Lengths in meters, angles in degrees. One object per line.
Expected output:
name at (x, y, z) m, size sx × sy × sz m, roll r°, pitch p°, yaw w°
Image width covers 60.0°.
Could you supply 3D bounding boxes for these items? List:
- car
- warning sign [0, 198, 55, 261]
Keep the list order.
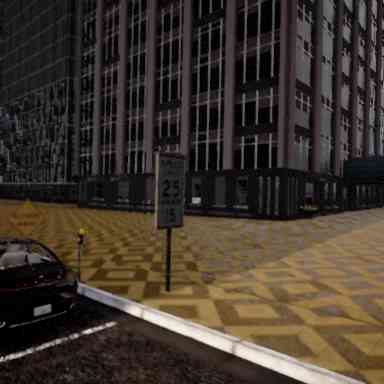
car at (-3.928, 1.563, 6.543) m, size 4.403 × 1.369 × 2.008 m, roll 0°, pitch 0°, yaw 41°
warning sign at (-5.398, 1.149, 10.862) m, size 1.060 × 1.860 × 1.300 m, roll 1°, pitch -1°, yaw 41°
